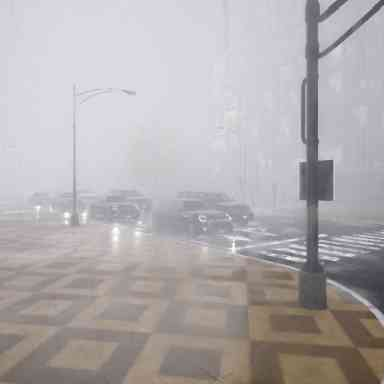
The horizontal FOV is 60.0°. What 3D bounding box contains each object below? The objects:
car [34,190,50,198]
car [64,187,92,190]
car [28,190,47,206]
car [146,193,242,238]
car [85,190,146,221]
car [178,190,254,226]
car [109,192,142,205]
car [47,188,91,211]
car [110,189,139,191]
[{"bbox_3d":[-28.753,0.281,63.747,1.812,1.442,4.674,0,1,-38],"label":"car"},{"bbox_3d":[-12.127,0.558,37.051,2.150,2.045,5.566,0,1,-37],"label":"car"},{"bbox_3d":[-17.838,0.771,39.079,1.812,1.442,4.674,0,1,-38],"label":"car"},{"bbox_3d":[-0.072,1.124,16.499,2.097,1.767,4.553,0,1,-38],"label":"car"},{"bbox_3d":[-5.488,0.965,23.342,2.097,1.767,4.553,0,1,-38],"label":"car"},{"bbox_3d":[1.118,0.950,20.194,2.150,2.045,5.566,0,1,-40],"label":"car"},{"bbox_3d":[-8.843,0.818,43.675,2.033,1.411,5.357,0,1,-38],"label":"car"},{"bbox_3d":[-11.522,0.786,31.004,2.097,1.767,4.553,0,1,-38],"label":"car"},{"bbox_3d":[-5.507,0.754,28.616,2.150,2.045,5.566,0,1,-38],"label":"car"}]
